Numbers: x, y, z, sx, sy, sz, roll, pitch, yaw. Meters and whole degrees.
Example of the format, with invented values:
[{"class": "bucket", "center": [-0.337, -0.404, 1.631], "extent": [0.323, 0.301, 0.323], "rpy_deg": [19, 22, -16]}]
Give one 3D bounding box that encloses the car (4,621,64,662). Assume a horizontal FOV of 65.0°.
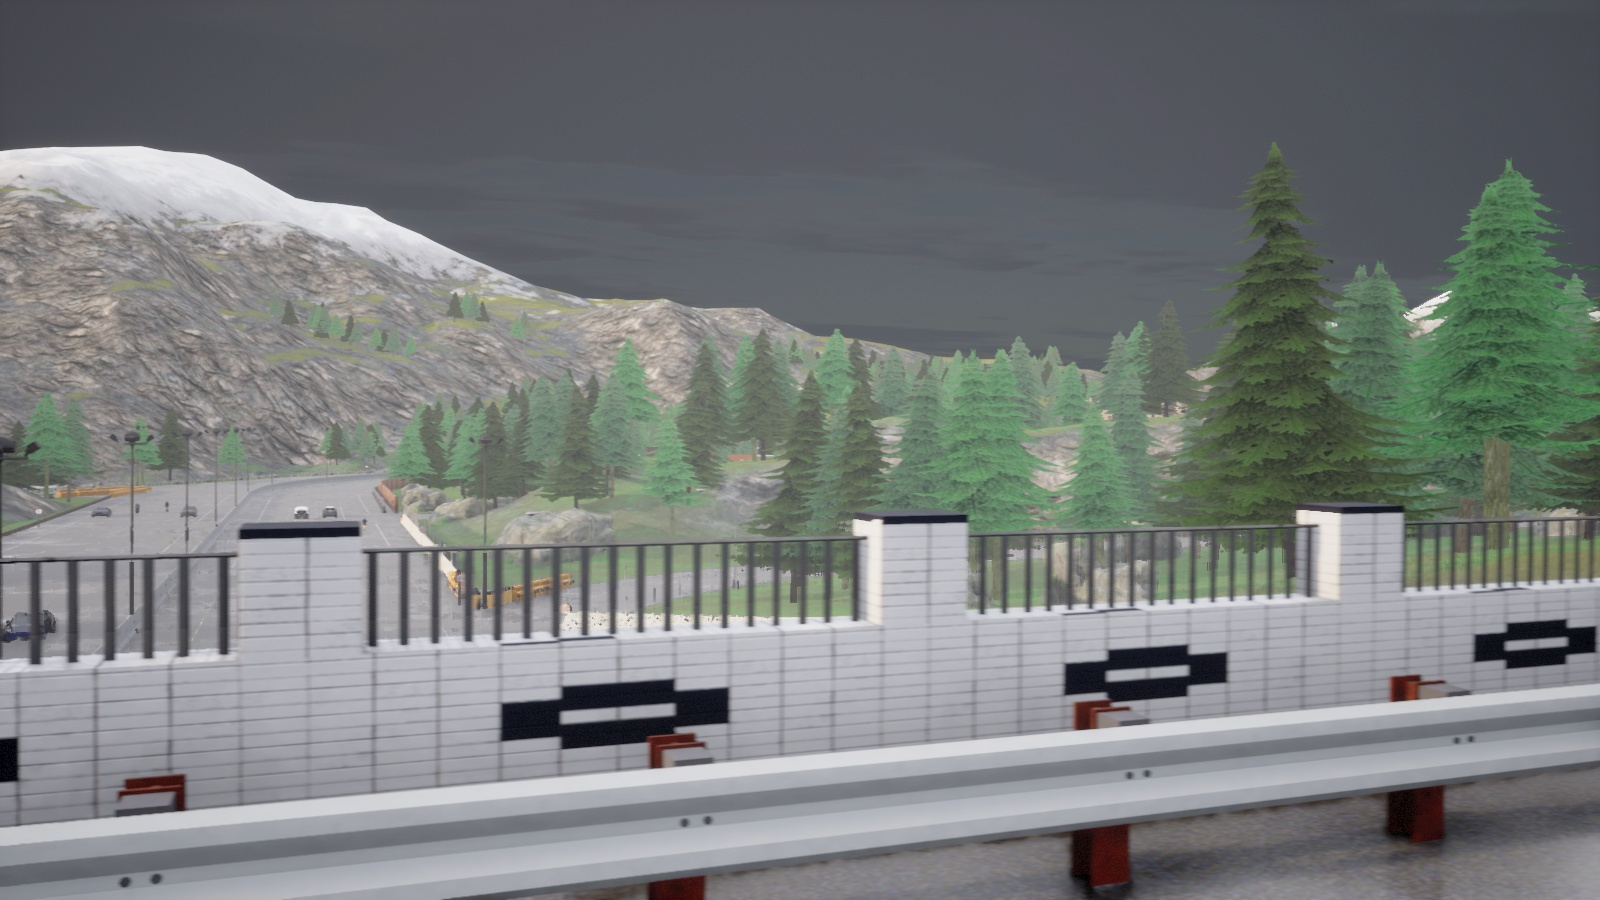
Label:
[{"class": "car", "center": [-44.309, 11.052, 72.726], "extent": [2.163, 1.488, 4.792], "rpy_deg": [-1, 1, -21]}]
